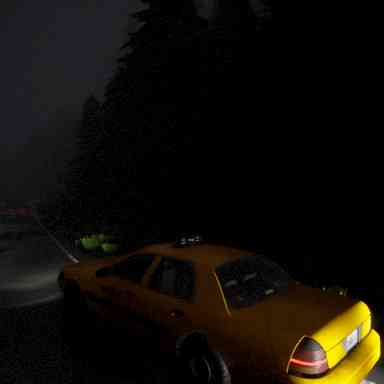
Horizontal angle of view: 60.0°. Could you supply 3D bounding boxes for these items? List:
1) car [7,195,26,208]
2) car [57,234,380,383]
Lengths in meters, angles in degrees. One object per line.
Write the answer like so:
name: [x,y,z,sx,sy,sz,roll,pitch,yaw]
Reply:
car: [-21.119,1.057,40.069,2.128,1.511,4.902,-2,2,-26]
car: [-0.251,1.417,5.085,5.366,1.575,1.801,1,1,44]
